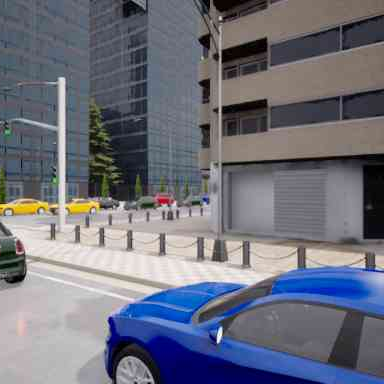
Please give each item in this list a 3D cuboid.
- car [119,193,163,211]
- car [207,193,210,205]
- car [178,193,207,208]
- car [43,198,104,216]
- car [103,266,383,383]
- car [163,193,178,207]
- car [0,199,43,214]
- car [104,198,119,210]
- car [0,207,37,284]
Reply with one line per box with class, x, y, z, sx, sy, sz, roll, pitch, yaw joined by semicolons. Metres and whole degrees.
car;-6.095;1.296;40.064;2.097;1.767;4.553;0;0;36
car;1.127;1.166;55.958;2.150;2.045;5.566;0;0;36
car;-0.288;1.296;48.073;2.097;1.767;4.553;0;0;36
car;-11.465;1.422;32.645;1.882;1.535;5.008;0;0;36
car;1.287;1.478;3.073;5.008;1.535;1.882;0;0;36
car;-4.896;1.166;47.689;2.150;2.045;5.566;0;0;35
car;-16.321;1.422;31.915;1.882;1.535;5.008;0;0;36
car;-10.807;1.436;39.524;2.128;1.511;4.902;0;0;36
car;-6.209;1.352;8.413;4.553;1.767;2.097;0;0;36
